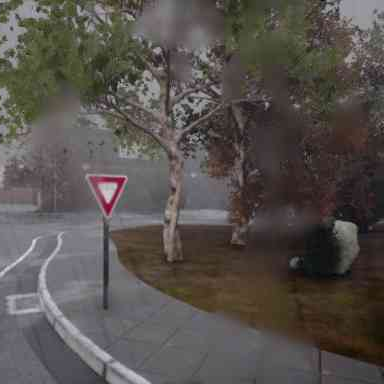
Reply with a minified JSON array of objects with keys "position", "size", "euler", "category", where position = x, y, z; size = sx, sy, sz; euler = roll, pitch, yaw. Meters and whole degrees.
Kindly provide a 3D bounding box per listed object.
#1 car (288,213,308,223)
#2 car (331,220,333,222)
[{"position":[15.263,3.672,47.844],"size":[4.892,1.490,1.837],"euler":[4,-3,-39],"category":"car"},{"position":[19.943,3.864,47.638],"size":[4.674,1.442,1.812],"euler":[3,-2,-39],"category":"car"}]
